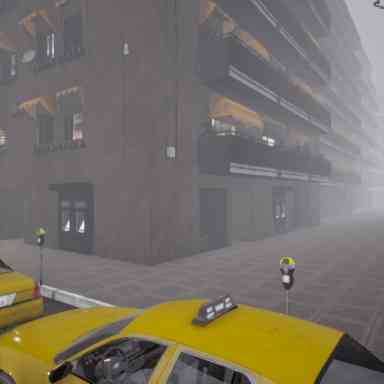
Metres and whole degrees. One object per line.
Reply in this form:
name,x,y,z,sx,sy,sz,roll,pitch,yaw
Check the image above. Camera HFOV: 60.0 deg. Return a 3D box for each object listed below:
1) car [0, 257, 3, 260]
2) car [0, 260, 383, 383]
car,-4.618,1.527,6.031,4.829,1.417,1.752,0,0,36
car,-0.031,1.525,2.749,4.829,1.417,1.752,0,0,36
